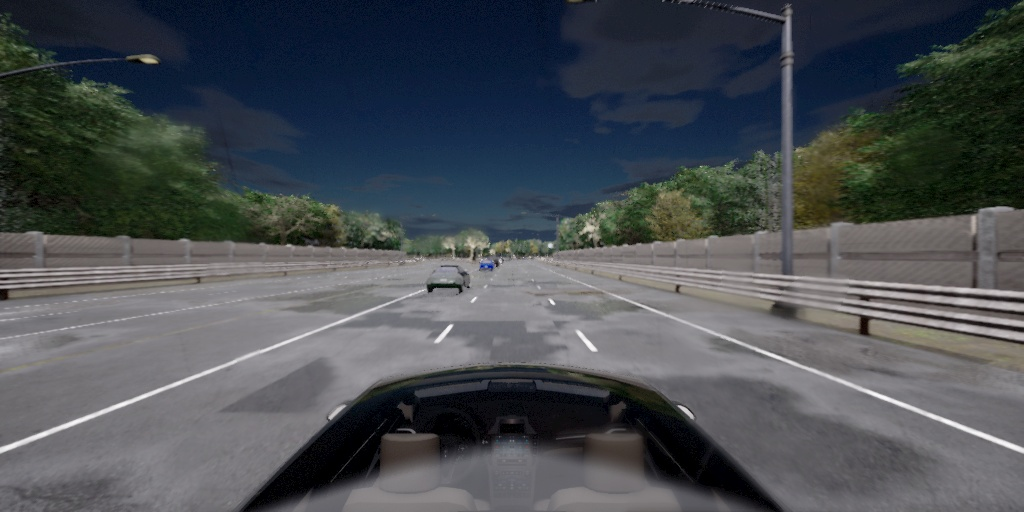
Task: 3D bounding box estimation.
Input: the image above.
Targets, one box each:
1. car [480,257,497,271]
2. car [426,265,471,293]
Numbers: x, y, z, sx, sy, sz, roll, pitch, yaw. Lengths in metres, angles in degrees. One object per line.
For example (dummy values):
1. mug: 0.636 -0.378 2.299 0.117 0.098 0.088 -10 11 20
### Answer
1. car: -3.503 1.272 50.910 1.882 1.535 5.008 0 0 0
2. car: -3.501 1.203 20.339 1.994 1.385 4.181 0 0 0
